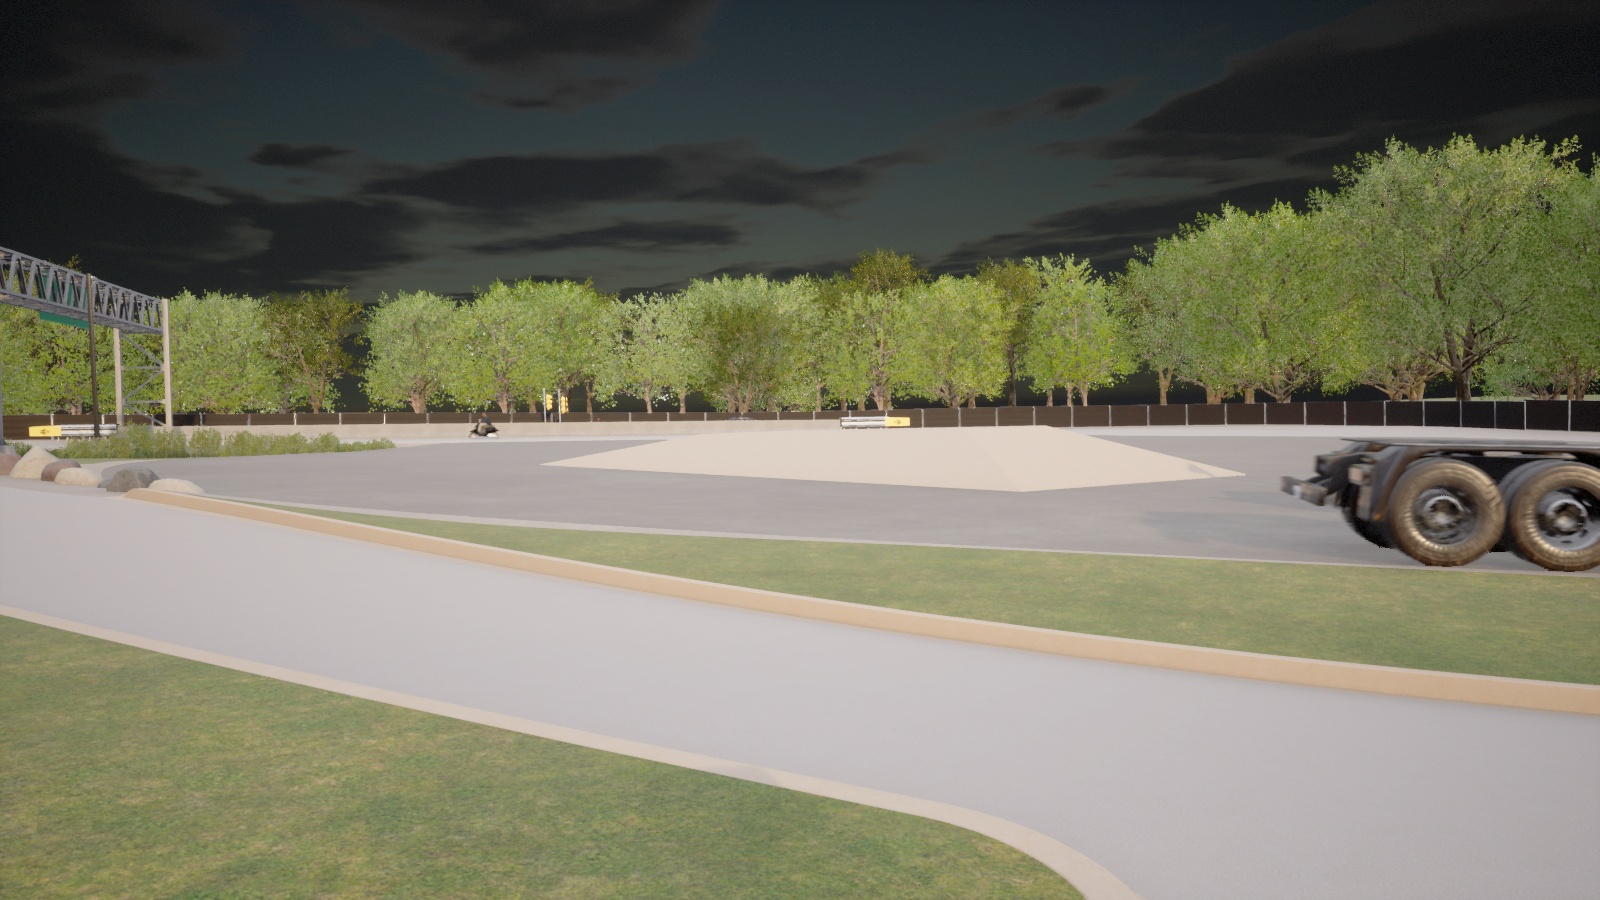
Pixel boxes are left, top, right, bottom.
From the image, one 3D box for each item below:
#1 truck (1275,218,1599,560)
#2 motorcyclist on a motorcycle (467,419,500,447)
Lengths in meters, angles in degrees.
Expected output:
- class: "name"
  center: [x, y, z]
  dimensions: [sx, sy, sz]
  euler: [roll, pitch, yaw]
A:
- class: "truck"
  center: [9.658, -0.669, 13.860]
  dimensions: [7.936, 3.462, 2.891]
  euler: [0, 2, 13]
- class: "motorcyclist on a motorcycle"
  center: [-19.095, -1.023, 75.682]
  dimensions: [1.817, 1.590, 0.866]
  euler: [-2, 2, -19]
